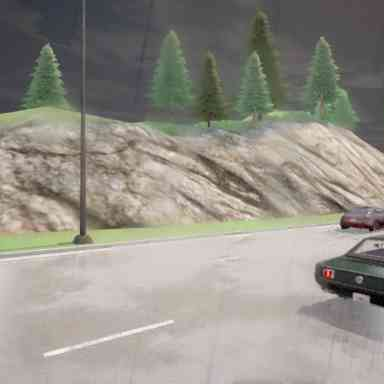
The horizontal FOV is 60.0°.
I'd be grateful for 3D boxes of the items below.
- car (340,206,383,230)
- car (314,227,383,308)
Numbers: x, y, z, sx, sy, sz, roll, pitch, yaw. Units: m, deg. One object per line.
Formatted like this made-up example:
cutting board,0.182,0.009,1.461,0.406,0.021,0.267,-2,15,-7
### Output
car,10.782,1.563,20.065,4.181,1.385,1.994,0,0,-36
car,4.814,1.601,7.188,4.718,1.301,1.895,0,0,-36
